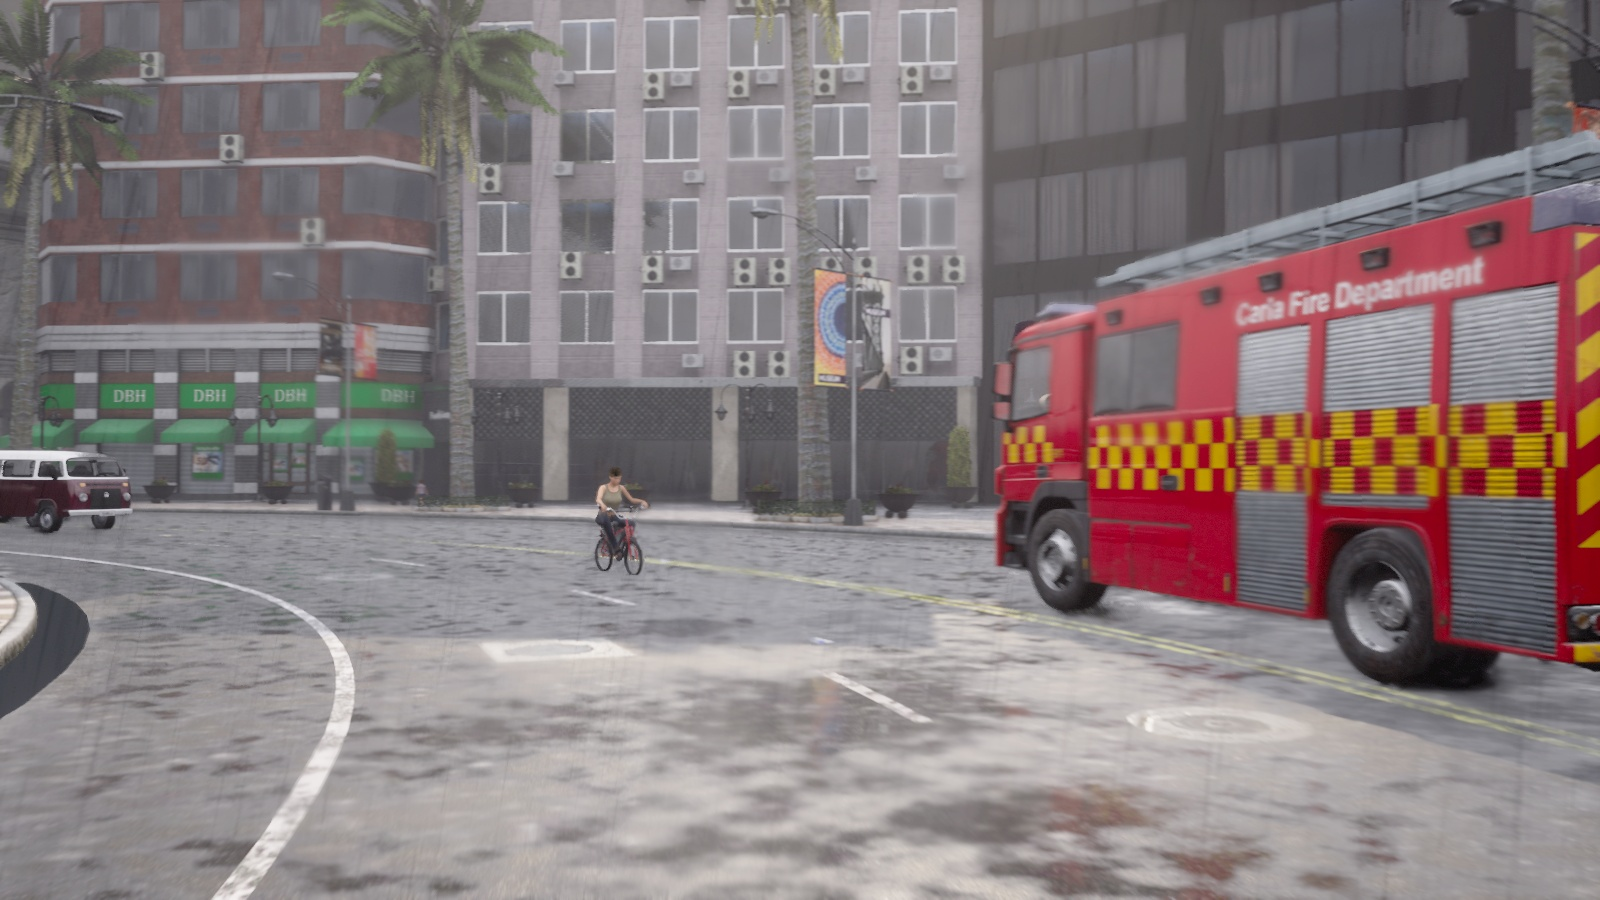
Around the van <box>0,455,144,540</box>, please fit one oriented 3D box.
[{"bbox_3d":[-19.246,1.176,32.032,4.480,2.038,2.069,-1,-1,23],"label":"van"}]

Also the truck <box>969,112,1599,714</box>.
[{"bbox_3d":[4.770,-0.165,12.446,2.891,3.827,8.468,0,-1,-17],"label":"truck"}]

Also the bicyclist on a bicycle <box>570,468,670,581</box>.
[{"bbox_3d":[-2.727,1.084,18.961,0.866,1.612,1.509,0,-1,-36],"label":"bicyclist on a bicycle"}]
